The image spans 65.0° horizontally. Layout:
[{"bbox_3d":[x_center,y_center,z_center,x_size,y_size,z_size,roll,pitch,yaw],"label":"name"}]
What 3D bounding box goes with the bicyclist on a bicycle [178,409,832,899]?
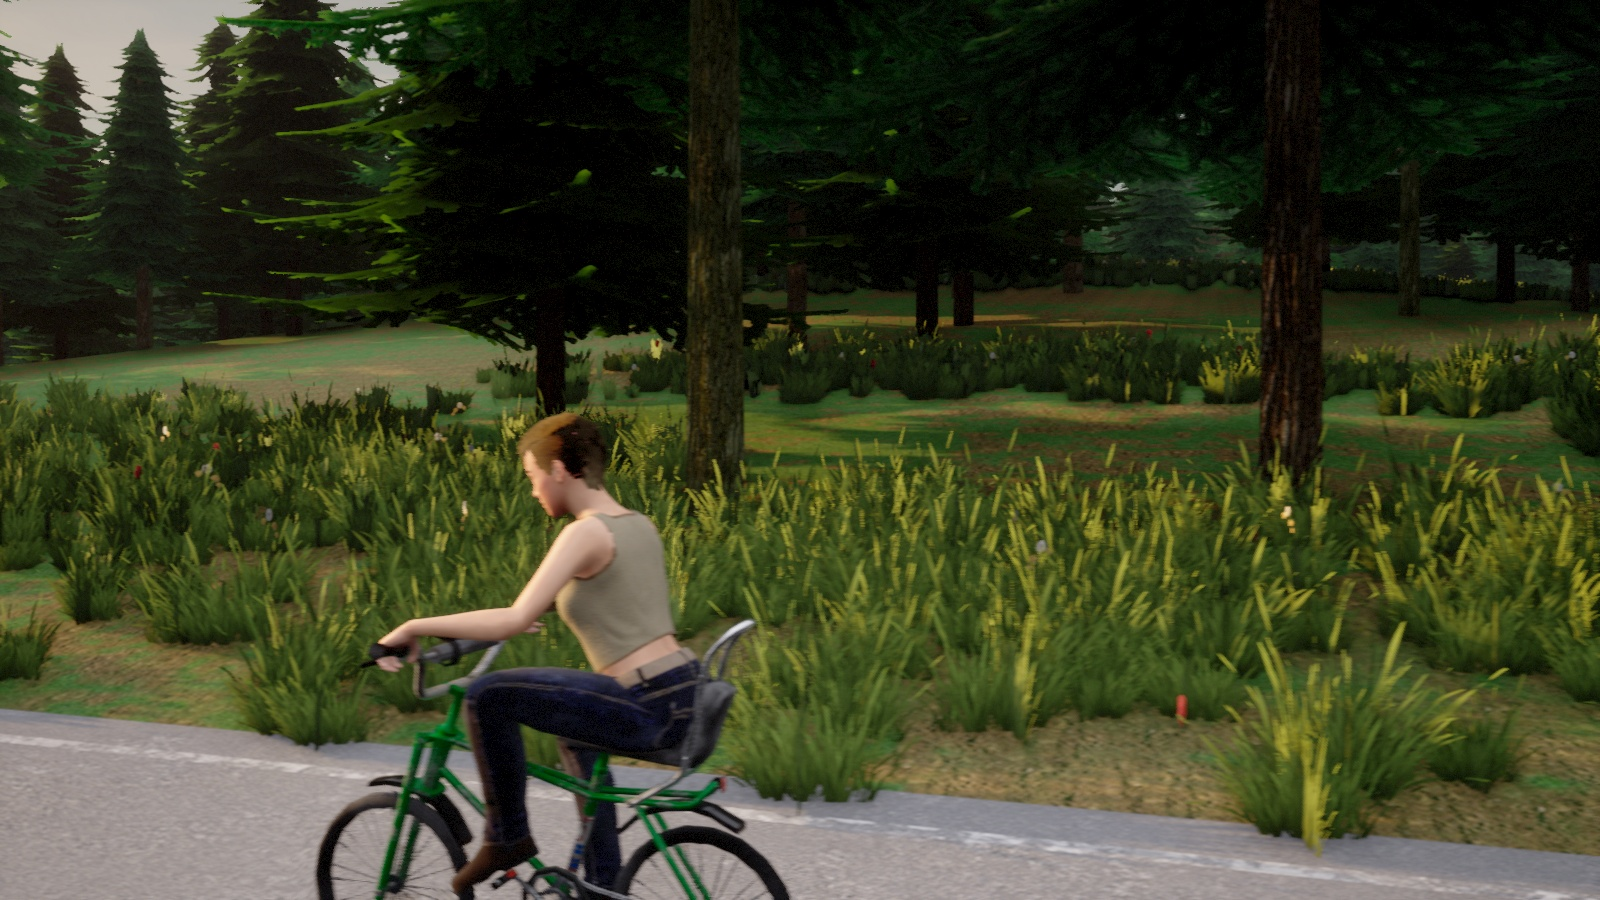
[{"bbox_3d":[-0.765,0.701,3.442,1.509,1.612,0.866,1,1,19],"label":"bicyclist on a bicycle"}]
